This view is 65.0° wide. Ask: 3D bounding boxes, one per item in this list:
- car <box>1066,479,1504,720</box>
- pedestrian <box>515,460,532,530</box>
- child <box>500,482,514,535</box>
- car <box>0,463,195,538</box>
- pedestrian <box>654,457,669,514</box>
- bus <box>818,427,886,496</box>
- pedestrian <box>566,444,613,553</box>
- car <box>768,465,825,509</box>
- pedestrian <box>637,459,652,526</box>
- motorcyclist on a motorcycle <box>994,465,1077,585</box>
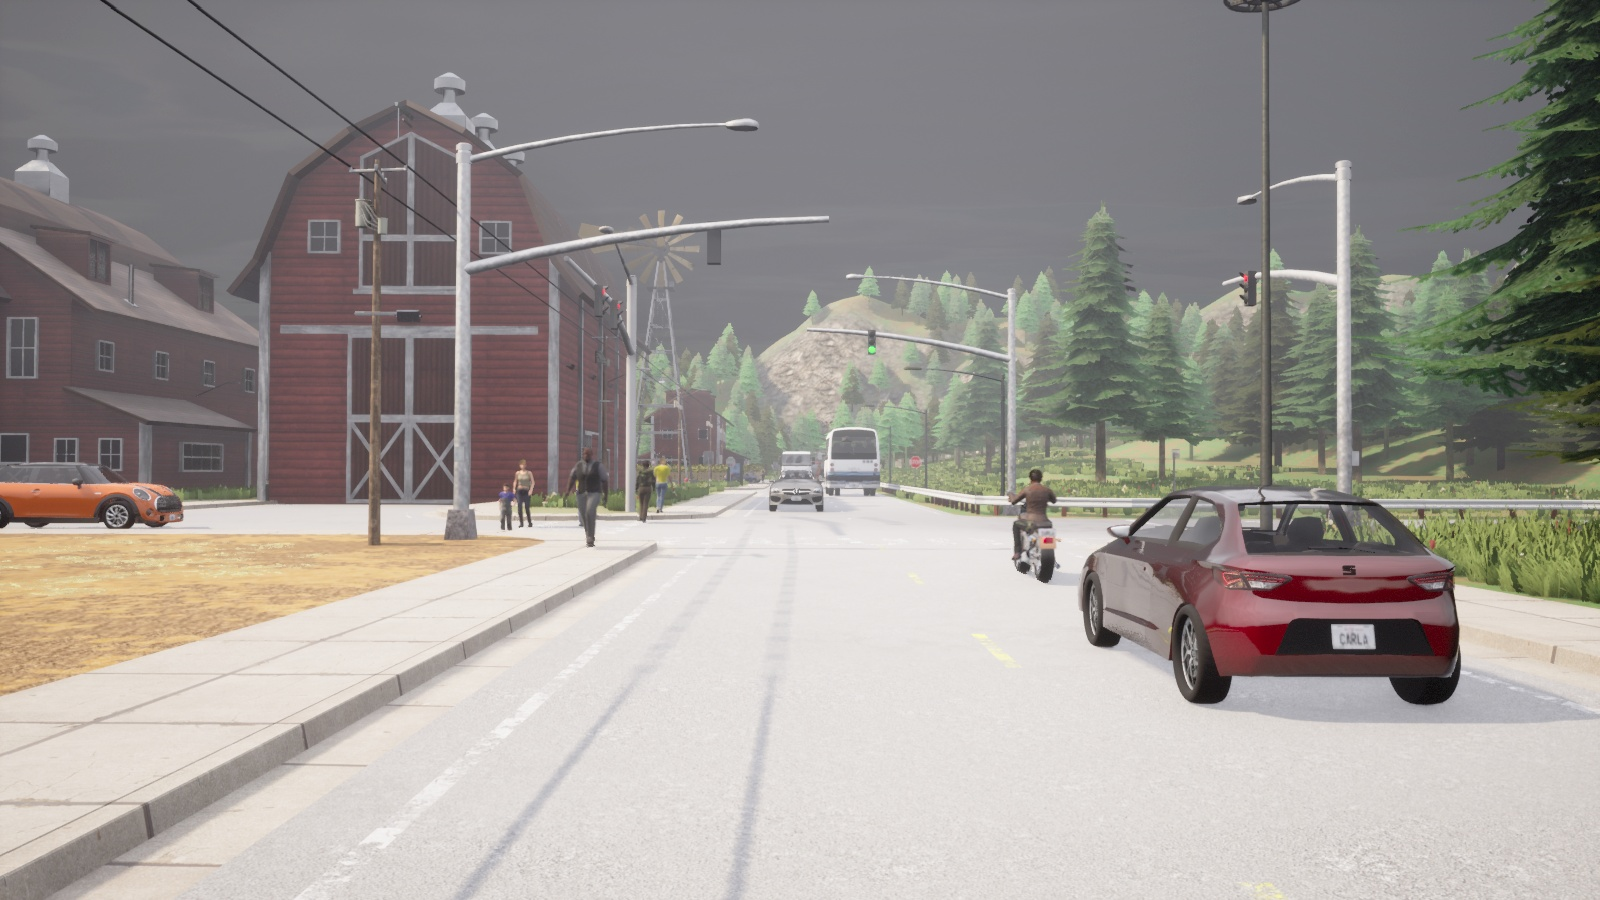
[{"bbox_3d":[3.474,0.981,9.943,1.816,1.474,4.193,0,-1,0],"label":"car"},{"bbox_3d":[-7.263,1.172,33.000,0.345,1.836,0.594,0,-1,-4],"label":"pedestrian"},{"bbox_3d":[-7.025,1.402,30.084,0.270,1.263,0.437,0,-1,-4],"label":"child"},{"bbox_3d":[-17.865,1.238,31.313,4.553,1.767,2.097,0,-1,-1],"label":"car"},{"bbox_3d":[-4.534,1.158,41.002,0.354,1.836,0.706,0,-1,4],"label":"pedestrian"},{"bbox_3d":[3.285,0.800,82.106,3.944,4.253,10.273,0,-1,0],"label":"bus"},{"bbox_3d":[-3.728,0.849,22.287,0.563,1.883,0.849,0,-1,11],"label":"pedestrian"},{"bbox_3d":[-0.129,1.433,50.104,2.152,1.651,5.027,0,-1,0],"label":"car"},{"bbox_3d":[-4.515,1.218,36.437,0.395,1.930,0.692,0,-1,-4],"label":"pedestrian"},{"bbox_3d":[3.452,1.063,18.588,0.766,1.649,2.350,0,-1,0],"label":"motorcyclist on a motorcycle"}]
